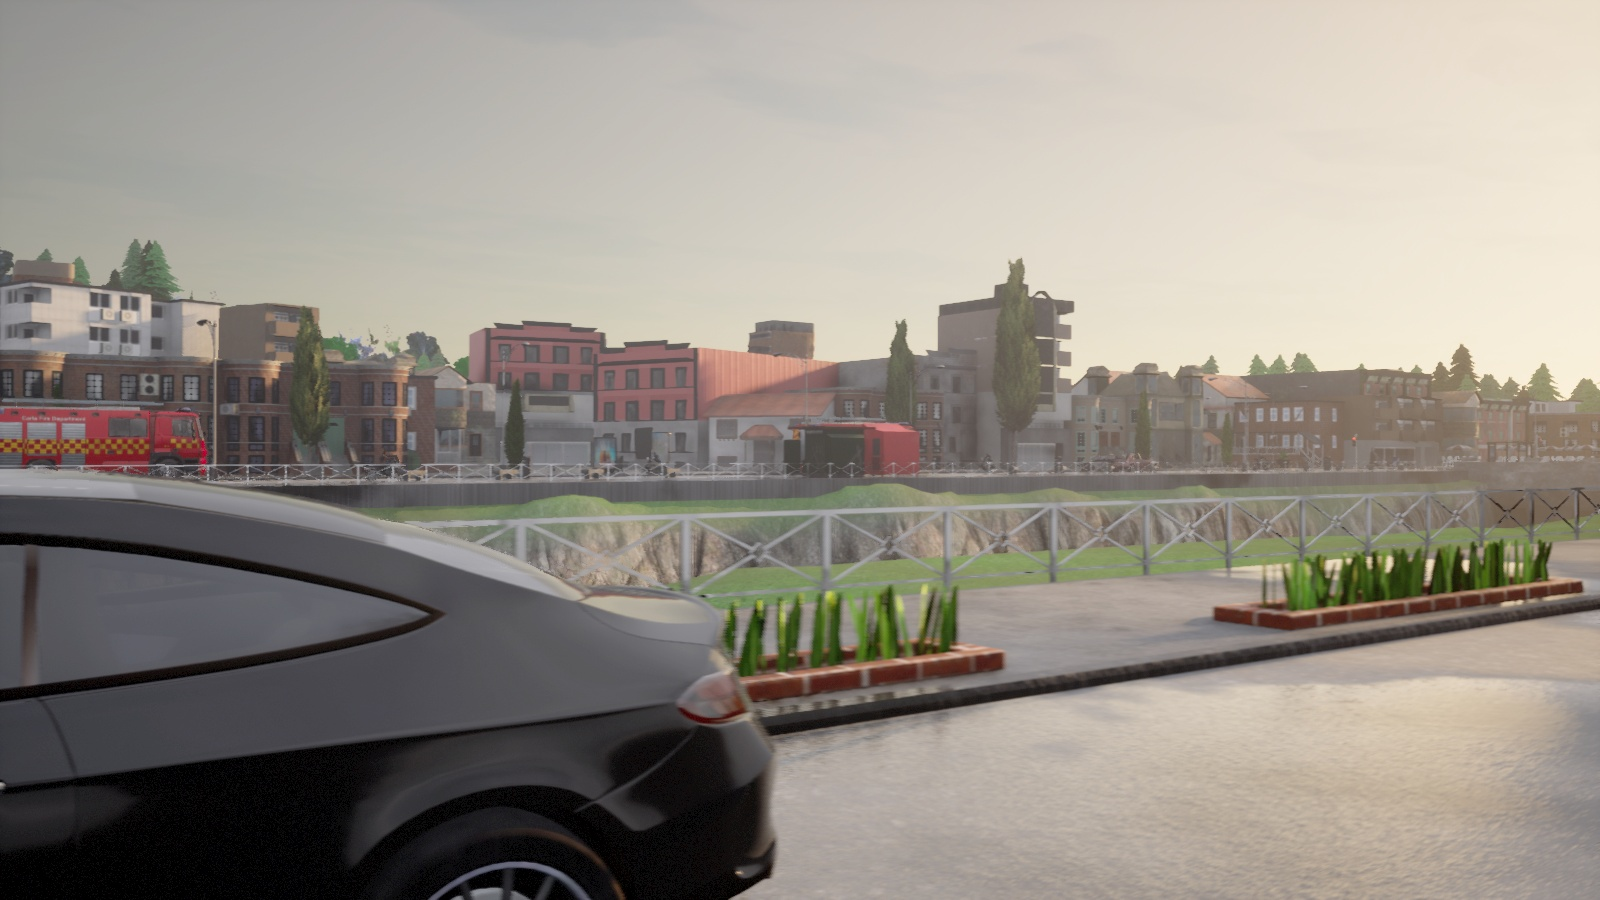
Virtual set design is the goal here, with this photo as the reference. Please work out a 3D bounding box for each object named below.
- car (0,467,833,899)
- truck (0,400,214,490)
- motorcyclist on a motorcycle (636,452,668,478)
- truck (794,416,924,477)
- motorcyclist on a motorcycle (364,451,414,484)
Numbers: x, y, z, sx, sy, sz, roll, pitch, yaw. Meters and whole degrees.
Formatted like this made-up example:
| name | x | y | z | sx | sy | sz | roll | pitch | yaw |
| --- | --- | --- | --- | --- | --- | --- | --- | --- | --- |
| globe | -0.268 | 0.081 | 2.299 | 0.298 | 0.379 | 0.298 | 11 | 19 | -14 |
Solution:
| name | x | y | z | sx | sy | sz | roll | pitch | yaw |
| --- | --- | --- | --- | --- | --- | --- | --- | --- | --- |
| car | -2.351 | 0.782 | 2.630 | 4.674 | 1.442 | 1.812 | 0 | 0 | -35 |
| truck | -31.659 | -0.211 | 57.414 | 8.468 | 3.827 | 2.891 | 0 | 0 | -35 |
| motorcyclist on a motorcycle | -9.184 | 0.910 | 77.966 | 1.817 | 1.590 | 0.866 | 0 | 0 | -34 |
| truck | 3.923 | -0.225 | 82.277 | 8.468 | 3.827 | 2.891 | 0 | 0 | -35 |
| motorcyclist on a motorcycle | -21.182 | 0.900 | 64.733 | 2.350 | 1.649 | 0.766 | 0 | 0 | -35 |
